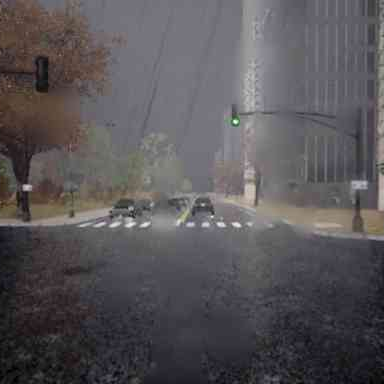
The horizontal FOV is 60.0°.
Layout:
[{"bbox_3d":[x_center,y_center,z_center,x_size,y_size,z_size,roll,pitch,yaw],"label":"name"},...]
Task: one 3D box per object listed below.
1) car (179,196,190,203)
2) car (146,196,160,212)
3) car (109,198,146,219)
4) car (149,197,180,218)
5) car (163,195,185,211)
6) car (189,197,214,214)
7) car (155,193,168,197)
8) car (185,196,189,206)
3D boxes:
[{"bbox_3d":[-1.368,1.410,64.913,1.994,1.385,4.181,0,0,2],"label":"car"},{"bbox_3d":[-5.439,1.521,38.745,2.033,1.411,5.357,0,0,2],"label":"car"},{"bbox_3d":[-5.713,1.335,29.129,2.097,1.767,4.553,0,0,2],"label":"car"},{"bbox_3d":[-2.427,1.492,30.224,1.812,1.442,4.674,0,0,2],"label":"car"},{"bbox_3d":[-2.165,1.463,39.480,1.837,1.490,4.892,0,0,2],"label":"car"},{"bbox_3d":[1.112,1.298,33.936,2.097,1.767,4.553,0,0,2],"label":"car"},{"bbox_3d":[-4.979,1.185,53.901,2.150,2.045,5.566,0,0,2],"label":"car"},{"bbox_3d":[-1.872,1.476,49.737,1.812,1.442,4.674,0,0,2],"label":"car"}]
